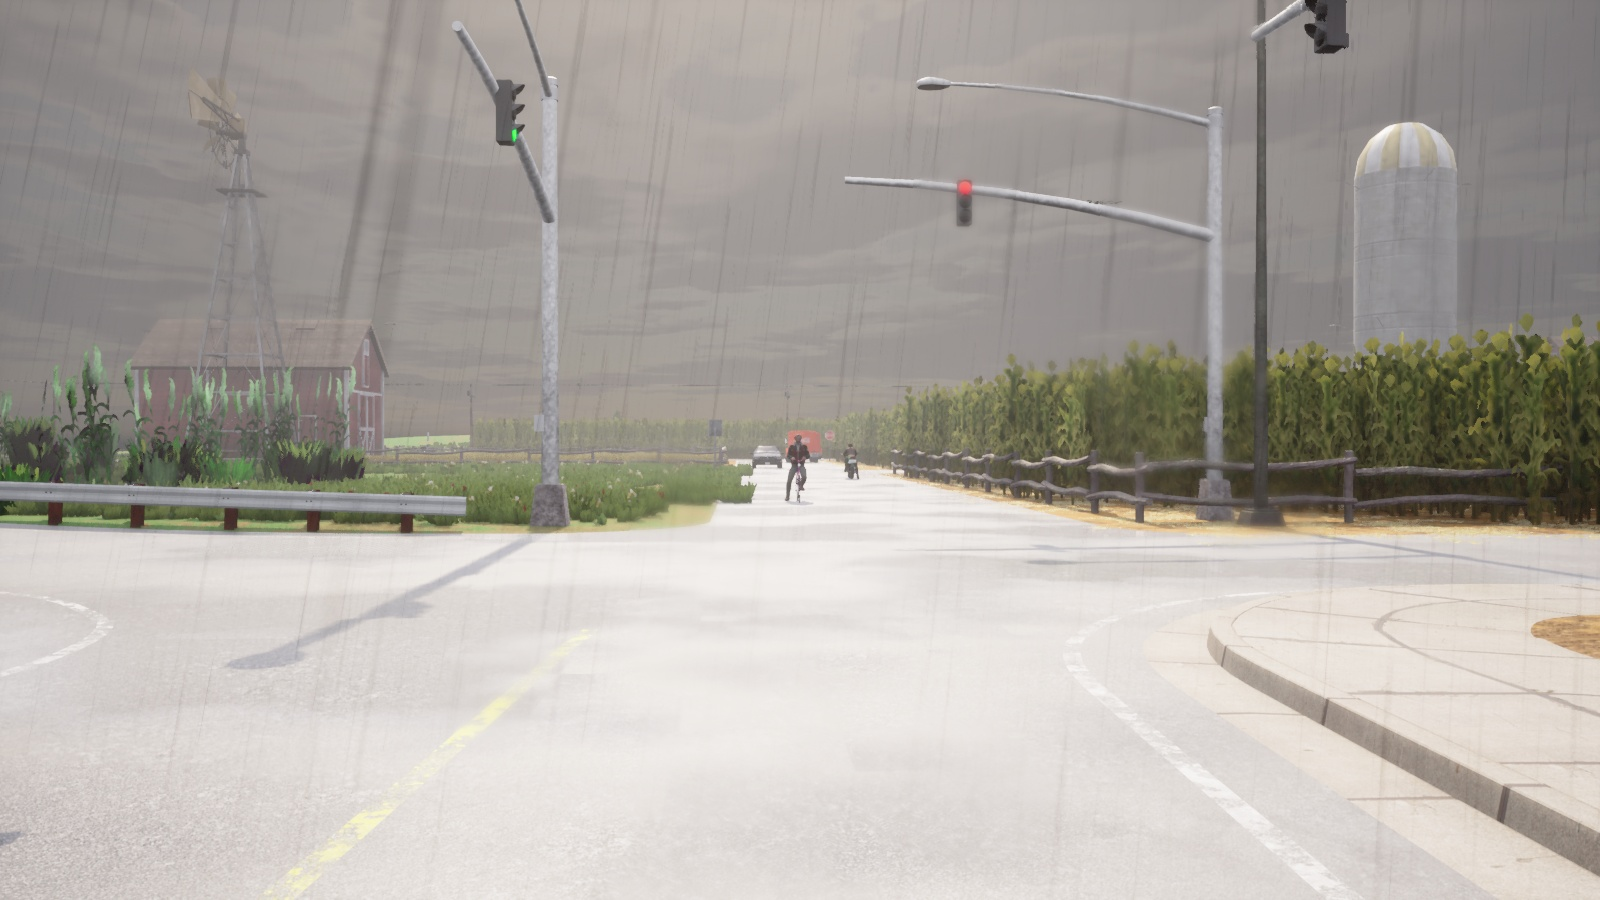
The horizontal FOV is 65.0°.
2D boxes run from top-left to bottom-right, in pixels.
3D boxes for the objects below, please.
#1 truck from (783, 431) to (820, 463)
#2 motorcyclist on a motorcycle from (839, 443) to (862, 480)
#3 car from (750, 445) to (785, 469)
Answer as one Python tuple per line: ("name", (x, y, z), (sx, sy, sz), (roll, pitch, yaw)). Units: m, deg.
("truck", (0.093, -0.257, 98.622), (2.627, 2.467, 5.204), (0, 1, -2))
("motorcyclist on a motorcycle", (2.136, 0.467, 52.931), (0.797, 1.523, 2.044), (0, 0, -3))
("car", (-2.025, 0.395, 76.617), (2.033, 1.411, 5.357), (0, 0, -3))
